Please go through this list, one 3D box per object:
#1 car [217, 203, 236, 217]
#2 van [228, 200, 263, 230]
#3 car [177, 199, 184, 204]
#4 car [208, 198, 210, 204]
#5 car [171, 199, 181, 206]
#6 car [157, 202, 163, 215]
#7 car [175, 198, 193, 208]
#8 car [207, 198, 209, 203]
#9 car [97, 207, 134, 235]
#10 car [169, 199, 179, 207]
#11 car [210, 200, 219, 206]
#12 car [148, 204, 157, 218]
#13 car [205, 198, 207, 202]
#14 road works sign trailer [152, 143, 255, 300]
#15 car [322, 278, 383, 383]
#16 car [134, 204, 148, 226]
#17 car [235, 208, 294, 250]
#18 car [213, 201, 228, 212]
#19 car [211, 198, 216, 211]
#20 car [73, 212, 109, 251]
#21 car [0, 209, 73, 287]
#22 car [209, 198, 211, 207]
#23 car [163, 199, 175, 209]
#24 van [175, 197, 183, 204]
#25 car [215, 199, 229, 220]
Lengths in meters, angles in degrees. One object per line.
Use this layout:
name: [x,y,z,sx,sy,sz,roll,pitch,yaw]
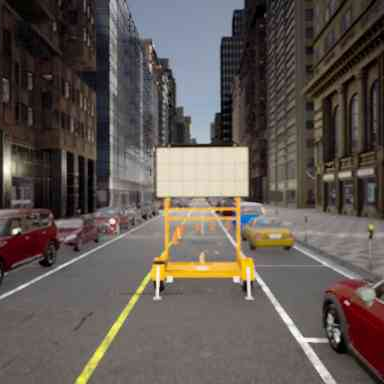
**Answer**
car: [3.808,1.963,37.099,1.802,1.307,4.206,-1,-1,2]
van: [3.352,1.539,20.304,1.690,1.788,3.998,-1,-1,2]
car: [-3.203,2.608,93.314,1.887,1.381,4.507,-1,-1,2]
car: [4.413,2.196,59.496,1.947,1.339,4.313,-1,-1,2]
car: [-3.656,2.419,76.514,1.887,1.381,4.507,-1,-1,2]
car: [-4.714,2.002,37.315,1.947,1.339,4.313,-1,-1,2]
car: [-1.403,2.191,57.521,2.033,1.411,5.357,0,-1,2]
car: [4.563,2.134,65.097,1.967,1.590,4.097,-1,-1,2]
car: [-5.169,1.693,20.518,1.967,1.590,4.097,-1,-1,2]
car: [-3.809,2.251,70.916,1.967,1.590,4.097,-1,-1,2]
car: [4.715,2.338,70.695,1.802,1.307,4.206,-1,-1,2]
car: [-4.865,1.940,31.716,1.947,1.339,4.313,-1,-1,2]
car: [5.168,2.490,87.493,1.887,1.381,4.507,-1,-1,2]
road works sign trailer: [0.271,0.556,8.631,2.380,3.560,2.880,0,-1,2]
car: [2.900,1.461,3.504,1.967,1.590,4.097,-1,-1,2]
car: [-5.017,1.864,26.117,2.008,1.369,4.403,-1,-1,2]
car: [3.207,1.666,14.873,1.752,1.417,4.829,-1,-1,2]
car: [4.110,2.071,48.298,1.947,1.339,4.313,-1,-1,2]
car: [3.956,1.758,42.701,2.192,1.841,5.009,-1,-1,2]
car: [-5.319,1.776,14.917,1.802,1.307,4.206,-1,-1,2]
car: [-5.472,1.450,9.320,2.192,1.841,5.009,-1,-1,2]
car: [4.260,2.008,53.898,1.967,1.590,4.097,-1,-1,2]
car: [-4.261,2.168,54.116,1.887,1.381,4.507,-1,-1,2]
van: [-3.356,2.341,87.717,1.690,1.788,3.998,-1,-1,2]
car: [3.654,1.634,31.502,2.192,1.841,5.009,-1,-1,2]
